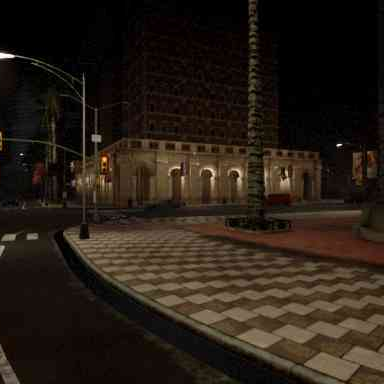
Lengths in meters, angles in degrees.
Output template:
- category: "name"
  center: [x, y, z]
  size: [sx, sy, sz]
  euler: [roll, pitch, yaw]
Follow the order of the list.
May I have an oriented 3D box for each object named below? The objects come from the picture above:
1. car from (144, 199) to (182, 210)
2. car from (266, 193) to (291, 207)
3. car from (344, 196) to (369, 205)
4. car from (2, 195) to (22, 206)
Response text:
- category: "car"
  center: [-3.735, 1.600, 42.855]
  size: [4.718, 1.301, 1.895]
  euler: [0, 0, -26]
- category: "car"
  center: [12.606, 1.221, 50.852]
  size: [5.566, 2.045, 2.150]
  euler: [0, 0, -26]
- category: "car"
  center: [29.196, 1.520, 59.004]
  size: [5.008, 1.535, 1.882]
  euler: [0, 0, -27]
- category: "car"
  center: [-28.923, 1.600, 53.532]
  size: [1.895, 1.301, 4.718]
  euler: [0, 0, -26]
